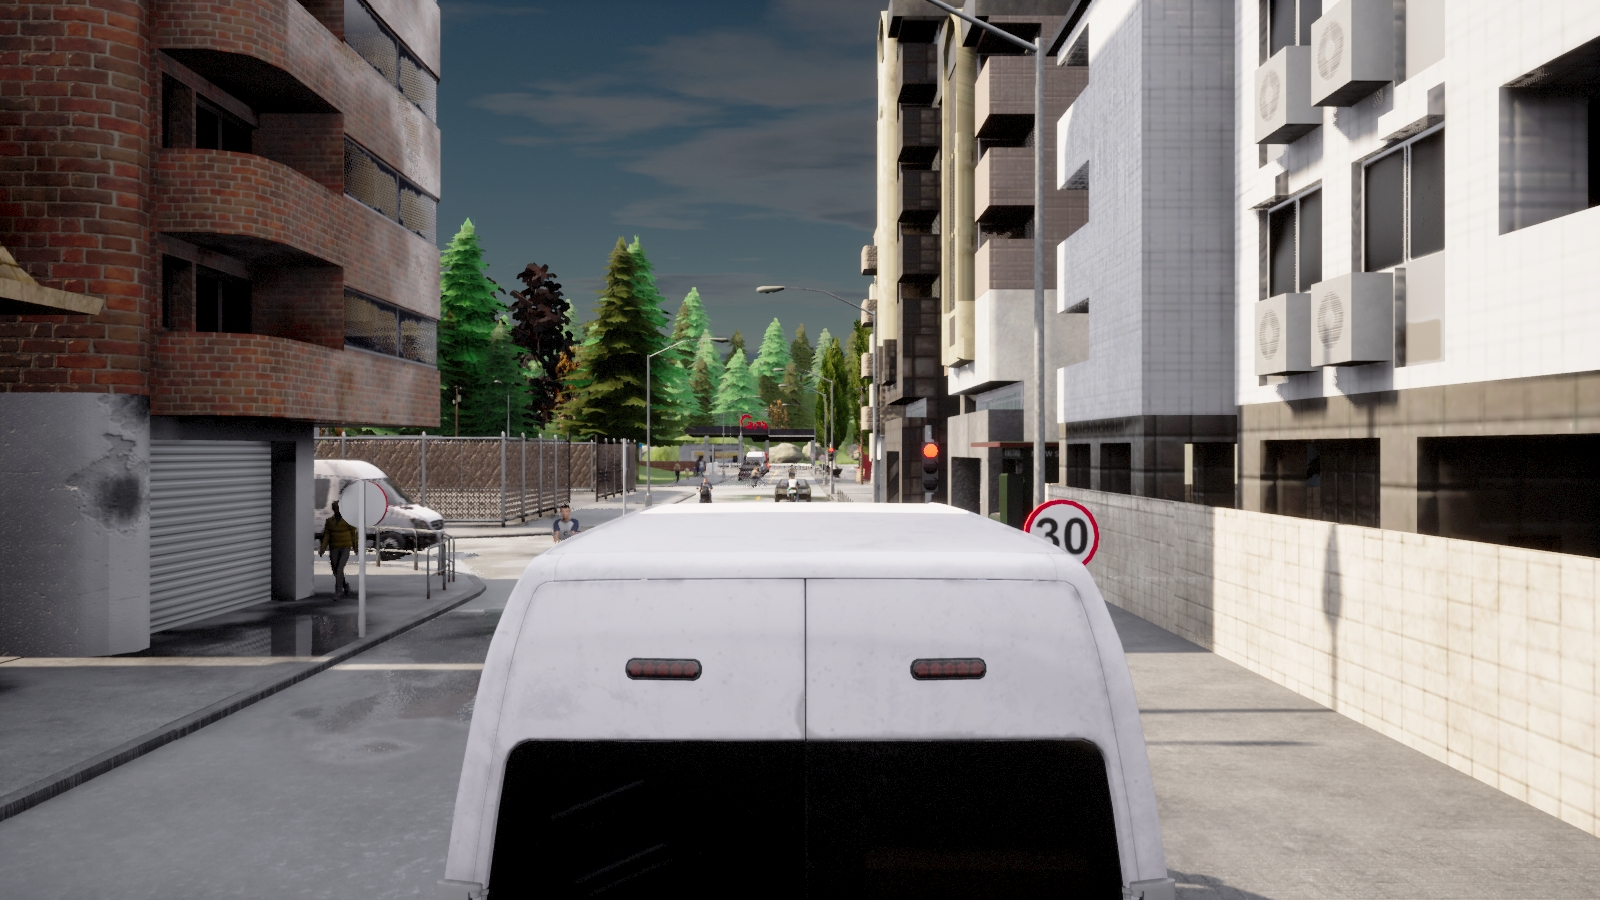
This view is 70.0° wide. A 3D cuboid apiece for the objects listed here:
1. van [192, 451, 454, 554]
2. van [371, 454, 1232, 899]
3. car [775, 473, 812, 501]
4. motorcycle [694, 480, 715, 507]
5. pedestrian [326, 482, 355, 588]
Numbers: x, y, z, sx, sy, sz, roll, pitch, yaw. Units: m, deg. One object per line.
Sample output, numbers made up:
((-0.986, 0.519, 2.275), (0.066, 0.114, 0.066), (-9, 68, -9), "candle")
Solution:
((-12.218, 1.303, 29.540), (5.915, 2.561, 1.988), (0, 0, 0), "van")
((-0.009, 1.312, 5.597), (1.988, 2.561, 5.915), (0, 0, 0), "van")
((-0.339, 1.912, 60.159), (1.895, 1.301, 4.718), (0, 0, 0), "car")
((-4.334, 1.973, 52.180), (0.803, 1.145, 2.033), (0, 0, 0), "motorcycle")
((-8.202, 1.508, 20.403), (0.375, 1.860, 0.375), (0, 0, -1), "pedestrian")
